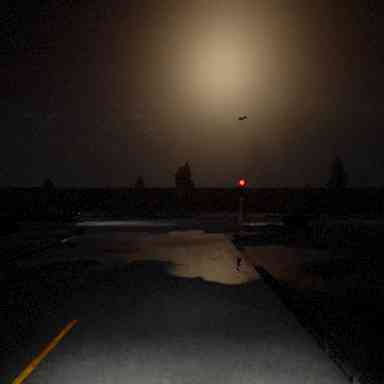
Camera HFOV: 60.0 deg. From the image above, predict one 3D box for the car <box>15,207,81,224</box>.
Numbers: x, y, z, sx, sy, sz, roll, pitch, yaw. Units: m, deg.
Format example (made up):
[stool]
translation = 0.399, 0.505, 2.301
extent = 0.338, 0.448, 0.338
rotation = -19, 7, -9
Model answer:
[car]
translation = -11.522, 1.887, 26.953
extent = 4.718, 1.301, 1.895
rotation = 0, -1, 0
